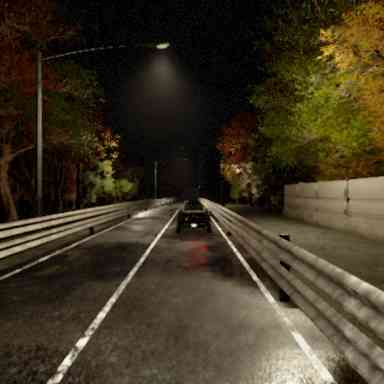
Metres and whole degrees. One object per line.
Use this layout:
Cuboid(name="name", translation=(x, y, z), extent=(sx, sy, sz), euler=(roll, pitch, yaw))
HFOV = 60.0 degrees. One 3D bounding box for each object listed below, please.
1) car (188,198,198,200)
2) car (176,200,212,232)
Cuboid(name="car", translation=(0.104, 1.542, 43.190), extent=(1.837, 1.490, 4.892), euler=(0, -1, 0))
Cuboid(name="car", translation=(0.100, 1.439, 19.502), extent=(1.837, 1.490, 4.892), euler=(0, 1, 0))
